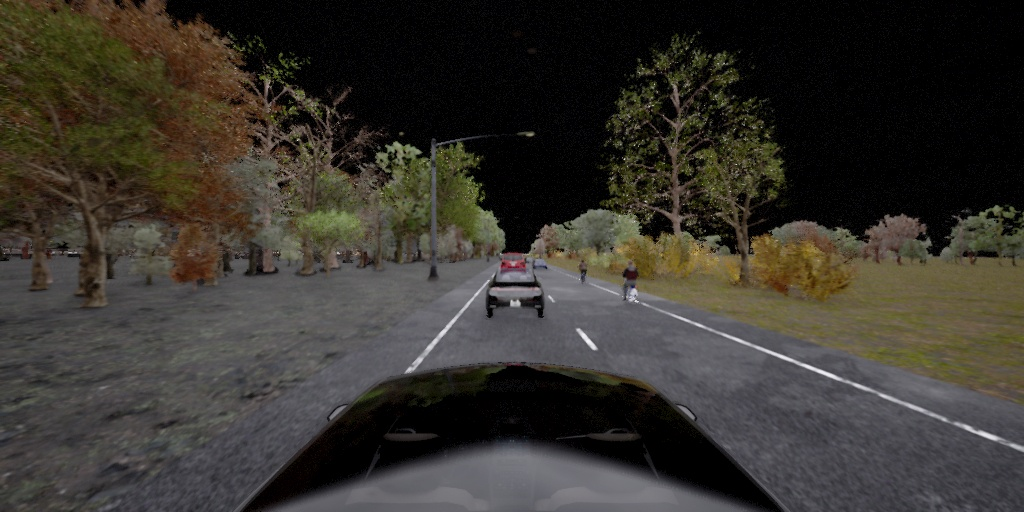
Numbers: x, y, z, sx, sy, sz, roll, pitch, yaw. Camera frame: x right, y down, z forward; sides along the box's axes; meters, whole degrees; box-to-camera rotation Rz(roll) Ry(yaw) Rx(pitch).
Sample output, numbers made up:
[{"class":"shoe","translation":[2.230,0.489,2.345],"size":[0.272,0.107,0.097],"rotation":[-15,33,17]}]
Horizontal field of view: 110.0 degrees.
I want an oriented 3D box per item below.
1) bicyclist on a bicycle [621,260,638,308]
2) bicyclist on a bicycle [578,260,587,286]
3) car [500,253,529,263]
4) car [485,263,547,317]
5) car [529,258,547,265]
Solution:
[{"class":"bicyclist on a bicycle","translation":[4.466,1.043,13.717],"size":[0.659,1.776,1.843],"rotation":[0,1,0]},{"class":"bicyclist on a bicycle","translation":[4.466,1.069,22.528],"size":[0.582,1.620,1.656],"rotation":[0,0,0]},{"class":"car","translation":[0.098,0.776,31.998],"size":[2.150,2.045,5.566],"rotation":[0,0,0]},{"class":"car","translation":[0.098,1.170,12.837],"size":[2.128,1.511,4.902],"rotation":[0,0,0]},{"class":"car","translation":[3.600,1.002,47.660],"size":[2.033,1.411,5.357],"rotation":[0,0,0]}]
